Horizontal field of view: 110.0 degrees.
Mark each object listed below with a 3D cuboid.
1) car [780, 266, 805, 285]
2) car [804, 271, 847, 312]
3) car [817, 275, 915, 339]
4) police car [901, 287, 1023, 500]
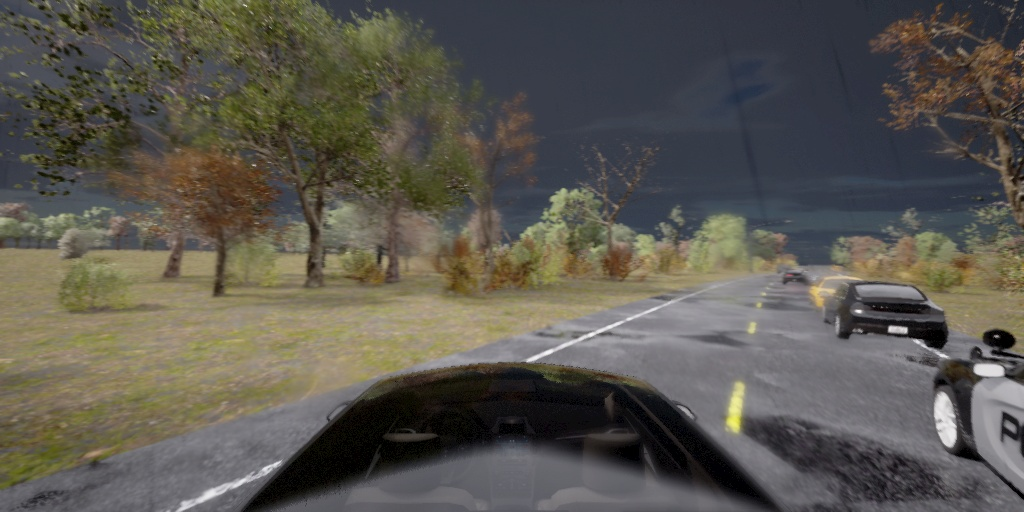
[{"bbox_3d":[27.302,2.001,34.551,1.837,1.490,4.892,0,-1,39],"label":"car"},{"bbox_3d":[13.749,1.514,15.074,1.801,1.575,5.366,0,-1,36],"label":"car"},{"bbox_3d":[10.136,1.462,10.080,1.837,1.490,4.892,0,-1,36],"label":"car"},{"bbox_3d":[4.470,1.223,2.032,1.930,1.638,5.238,0,-1,35],"label":"police car"}]
